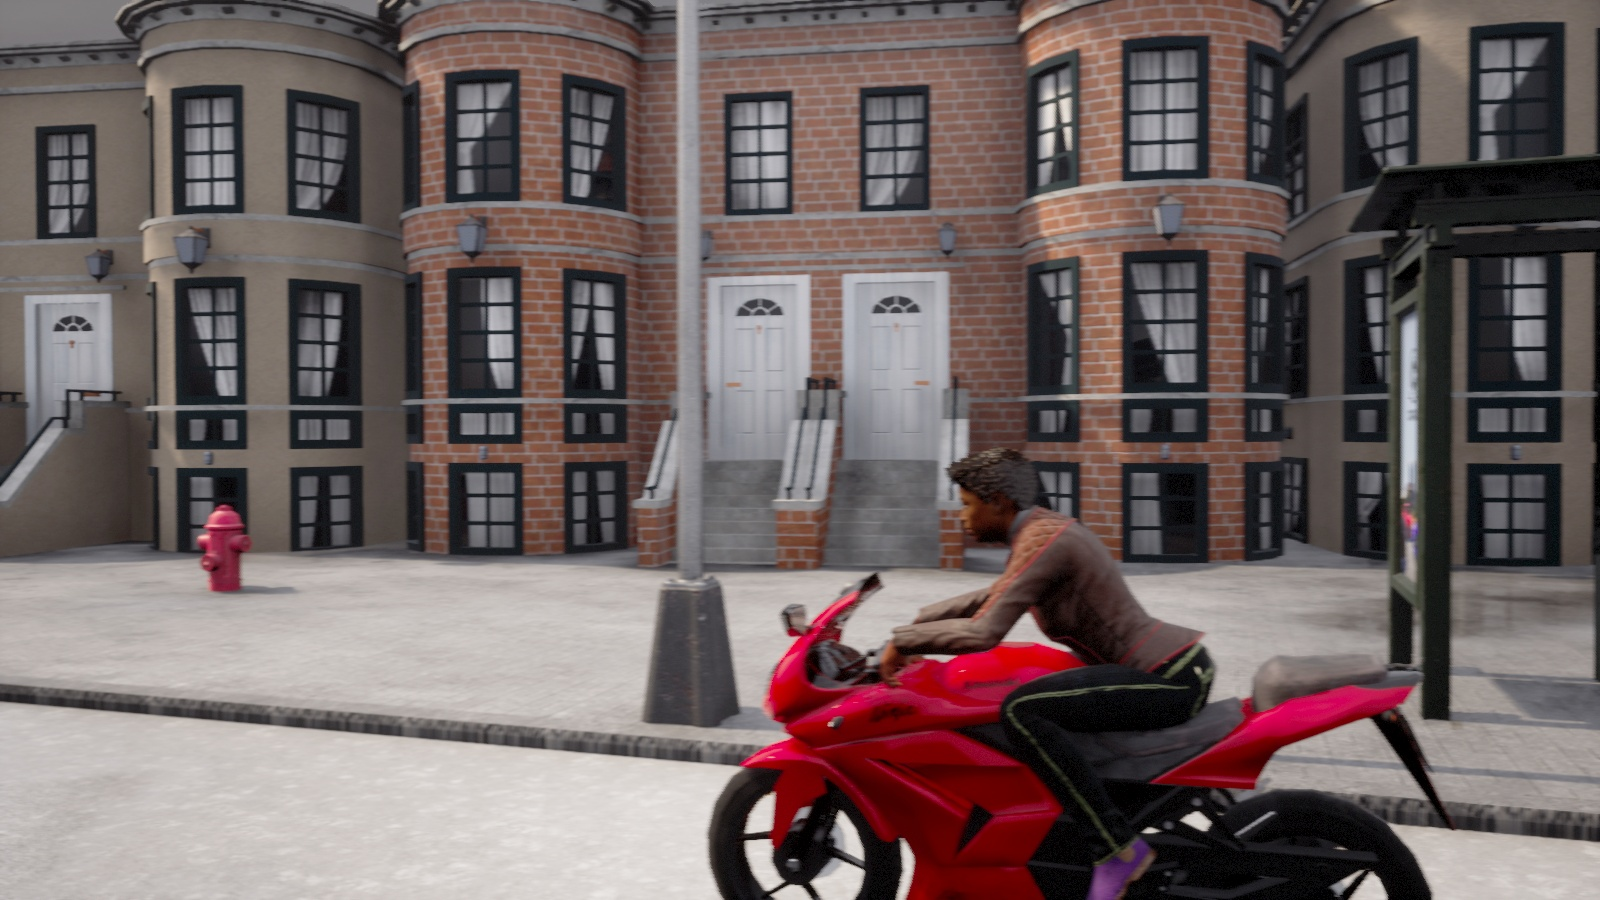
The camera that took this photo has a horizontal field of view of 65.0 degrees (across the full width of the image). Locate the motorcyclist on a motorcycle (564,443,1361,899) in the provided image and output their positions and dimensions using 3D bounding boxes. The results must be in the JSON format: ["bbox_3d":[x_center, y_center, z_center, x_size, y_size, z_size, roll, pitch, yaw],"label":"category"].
[{"bbox_3d":[0.434,0.753,3.575,2.044,1.523,0.797,1,1,19],"label":"motorcyclist on a motorcycle"}]
